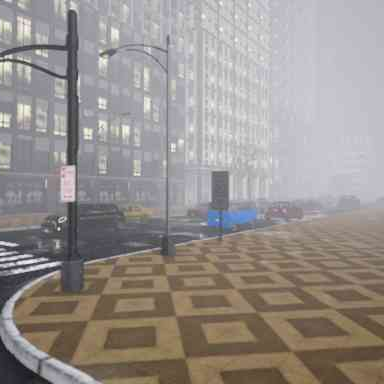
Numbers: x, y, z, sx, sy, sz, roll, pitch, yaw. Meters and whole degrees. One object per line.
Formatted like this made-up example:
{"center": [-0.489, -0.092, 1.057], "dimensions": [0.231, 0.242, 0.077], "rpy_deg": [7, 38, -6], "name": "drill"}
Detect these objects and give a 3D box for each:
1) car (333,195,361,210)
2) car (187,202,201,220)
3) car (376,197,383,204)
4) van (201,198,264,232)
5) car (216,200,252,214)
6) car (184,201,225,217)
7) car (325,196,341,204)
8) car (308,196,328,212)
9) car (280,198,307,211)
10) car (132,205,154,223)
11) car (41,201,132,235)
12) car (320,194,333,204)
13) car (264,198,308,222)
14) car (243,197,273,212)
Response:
{"center": [21.089, 1.364, 44.561], "dimensions": [2.192, 1.841, 5.009], "rpy_deg": [0, 0, 38], "name": "car"}
{"center": [1.556, 1.492, 28.035], "dimensions": [1.882, 1.535, 5.008], "rpy_deg": [0, 0, 37], "name": "car"}
{"center": [38.043, 1.655, 66.614], "dimensions": [1.947, 1.339, 4.313], "rpy_deg": [0, 0, 38], "name": "car"}
{"center": [2.566, 1.362, 20.285], "dimensions": [1.690, 1.788, 3.998], "rpy_deg": [0, 0, 38], "name": "van"}
{"center": [4.668, 1.561, 36.132], "dimensions": [1.887, 1.381, 4.507], "rpy_deg": [0, 0, 38], "name": "car"}
{"center": [1.277, 1.594, 31.721], "dimensions": [1.802, 1.307, 4.206], "rpy_deg": [0, 0, 38], "name": "car"}
{"center": [28.406, 1.616, 67.008], "dimensions": [2.008, 1.369, 4.403], "rpy_deg": [0, 0, 38], "name": "car"}
{"center": [13.950, 1.526, 39.320], "dimensions": [2.128, 1.511, 4.902], "rpy_deg": [0, 0, 38], "name": "car"}
{"center": [13.229, 1.557, 43.126], "dimensions": [1.812, 1.442, 4.674], "rpy_deg": [0, 0, 38], "name": "car"}
{"center": [-4.826, 1.530, 23.995], "dimensions": [1.752, 1.417, 4.829], "rpy_deg": [0, 0, 38], "name": "car"}
{"center": [-5.876, 1.358, 18.369], "dimensions": [2.097, 1.767, 4.553], "rpy_deg": [0, 0, 38], "name": "car"}
{"center": [25.015, 1.372, 62.598], "dimensions": [2.192, 1.841, 5.009], "rpy_deg": [0, 0, 38], "name": "car"}
{"center": [7.524, 1.467, 26.917], "dimensions": [1.967, 1.590, 4.097], "rpy_deg": [0, 0, 38], "name": "car"}
{"center": [8.059, 1.461, 40.543], "dimensions": [1.967, 1.590, 4.097], "rpy_deg": [0, 0, 38], "name": "car"}
